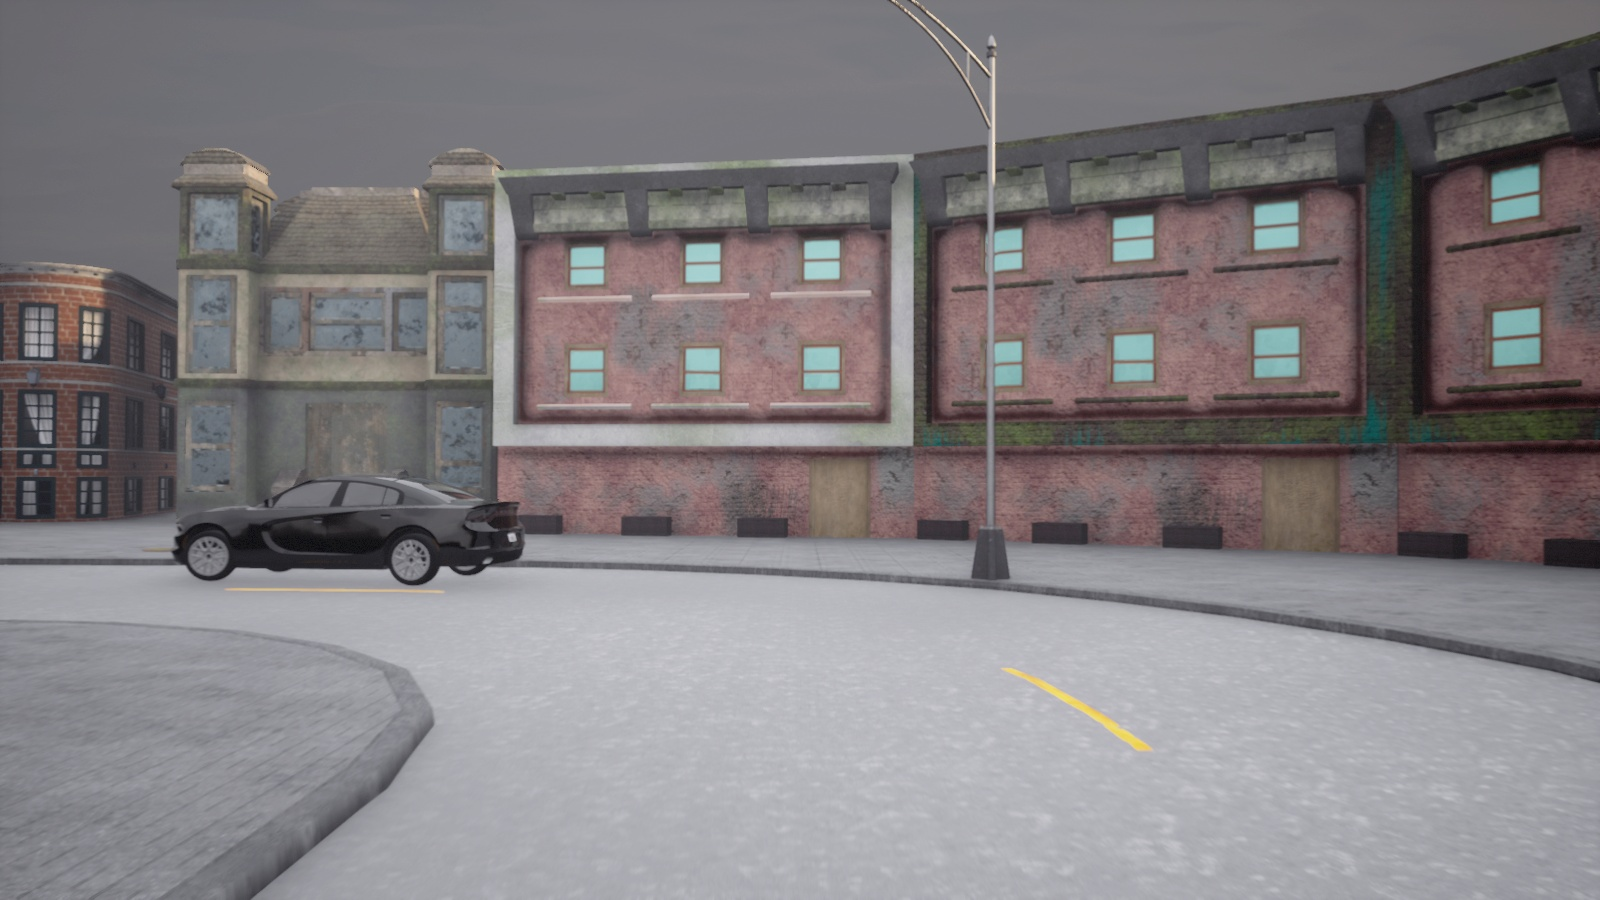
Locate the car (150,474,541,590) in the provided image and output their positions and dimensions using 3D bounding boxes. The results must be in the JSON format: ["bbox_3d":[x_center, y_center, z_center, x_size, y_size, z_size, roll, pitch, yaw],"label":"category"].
[{"bbox_3d":[-6.464,1.122,18.076,5.008,1.535,1.882,0,-1,10],"label":"car"}]
